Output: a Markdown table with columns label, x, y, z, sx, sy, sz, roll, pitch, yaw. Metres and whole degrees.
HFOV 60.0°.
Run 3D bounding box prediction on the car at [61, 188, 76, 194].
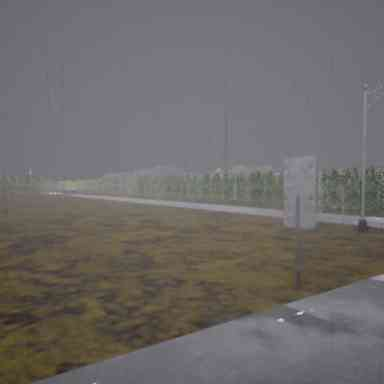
| label | x | y | z | sx | sy | sz | roll | pitch | yaw |
| --- | --- | --- | --- | --- | --- | --- | --- | --- | --- |
| car | -31.921 | -0.256 | 87.062 | 1.882 | 1.535 | 5.008 | 0 | 1 | -35 |
